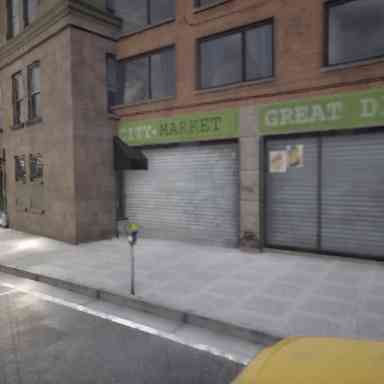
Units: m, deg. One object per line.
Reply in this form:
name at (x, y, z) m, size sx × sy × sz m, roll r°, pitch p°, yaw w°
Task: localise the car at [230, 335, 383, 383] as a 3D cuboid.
car at (2.326, 1.399, 1.461) m, size 4.829 × 1.417 × 1.752 m, roll 1°, pitch 4°, yaw 34°
